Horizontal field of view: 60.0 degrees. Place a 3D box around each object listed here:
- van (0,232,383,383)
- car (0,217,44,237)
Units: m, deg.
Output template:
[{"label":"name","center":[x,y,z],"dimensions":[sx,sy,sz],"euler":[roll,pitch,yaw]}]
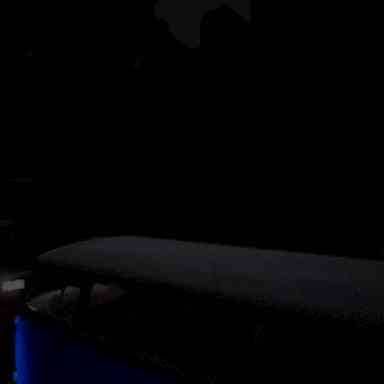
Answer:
[{"label":"van","center":[0.144,1.354,2.707],"dimensions":[3.998,1.788,1.690],"euler":[-1,0,36]},{"label":"car","center":[-4.370,1.380,5.929],"dimensions":[5.009,1.841,2.192],"euler":[-1,0,36]}]
